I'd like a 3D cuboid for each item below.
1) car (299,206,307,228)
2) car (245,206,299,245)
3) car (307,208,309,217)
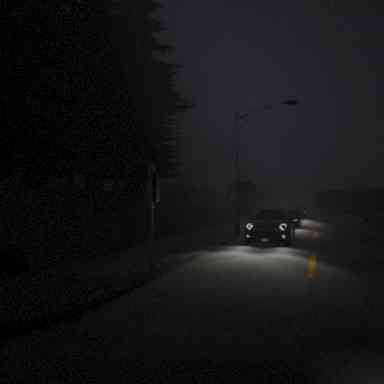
[{"bbox_3d":[7.641,1.956,26.112,2.033,1.411,5.357,-1,-1,22],"label":"car"},{"bbox_3d":[4.149,1.638,17.273,2.097,1.767,4.553,-1,-1,22],"label":"car"},{"bbox_3d":[11.647,2.148,36.205,1.895,1.301,4.718,-1,-1,21],"label":"car"}]
